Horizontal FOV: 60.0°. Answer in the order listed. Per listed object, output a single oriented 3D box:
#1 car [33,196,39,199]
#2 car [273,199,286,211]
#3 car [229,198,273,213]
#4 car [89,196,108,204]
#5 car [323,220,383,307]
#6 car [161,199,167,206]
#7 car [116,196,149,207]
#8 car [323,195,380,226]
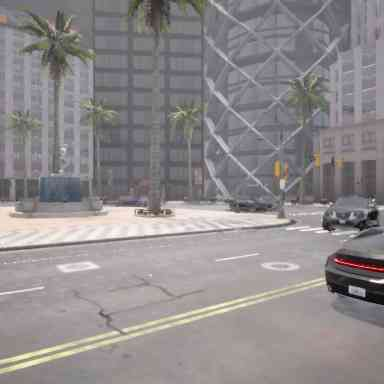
[{"bbox_3d":[-28.454,1.492,61.334,4.902,1.511,2.128,0,0,-10],"label":"car"},{"bbox_3d":[9.121,1.491,40.344,2.128,1.511,4.902,0,0,-38],"label":"car"},{"bbox_3d":[6.442,1.478,38.138,1.882,1.535,5.008,0,0,-38],"label":"car"},{"bbox_3d":[-18.294,1.478,62.134,5.008,1.535,1.882,0,0,2],"label":"car"},{"bbox_3d":[4.893,1.505,7.279,4.892,1.490,1.837,0,0,-35],"label":"car"},{"bbox_3d":[-6.248,1.352,52.714,4.553,1.767,2.097,0,0,20],"label":"car"},{"bbox_3d":[-8.982,1.353,50.056,4.553,1.767,2.097,0,0,17],"label":"car"},{"bbox_3d":[9.671,1.221,19.815,2.150,2.045,5.566,1,1,38],"label":"car"}]
